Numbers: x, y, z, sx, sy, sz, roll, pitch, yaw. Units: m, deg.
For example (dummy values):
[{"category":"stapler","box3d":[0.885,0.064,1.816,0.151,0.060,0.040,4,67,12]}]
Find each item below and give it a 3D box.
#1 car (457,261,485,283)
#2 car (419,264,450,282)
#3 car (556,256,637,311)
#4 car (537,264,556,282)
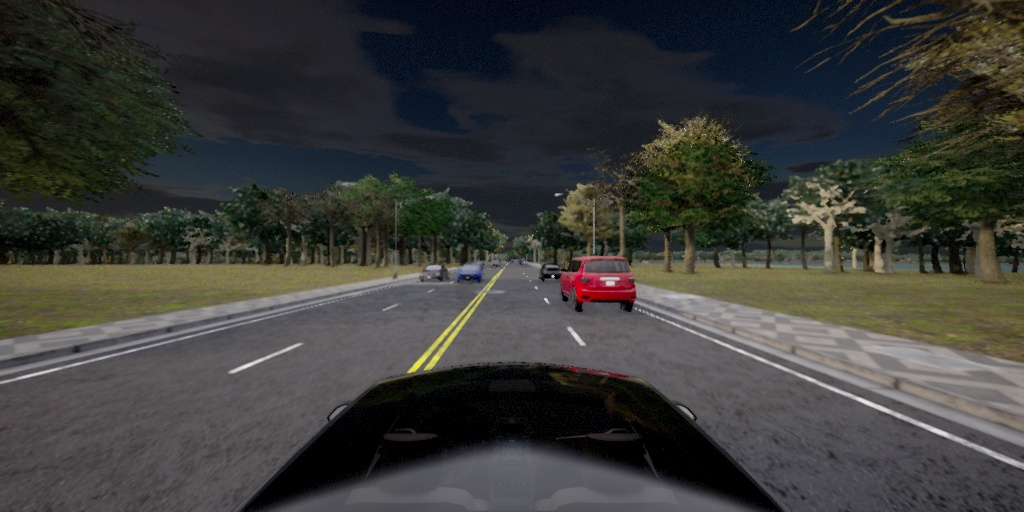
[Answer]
[{"category":"car","box3d":[-3.358,1.386,29.689,1.882,1.535,5.008,0,0,0]},{"category":"car","box3d":[-6.616,1.442,30.975,1.812,1.442,4.674,0,0,0]},{"category":"car","box3d":[3.344,1.043,14.880,2.150,2.045,5.566,0,0,0]},{"category":"car","box3d":[3.338,1.425,31.556,1.837,1.490,4.892,0,0,0]}]
